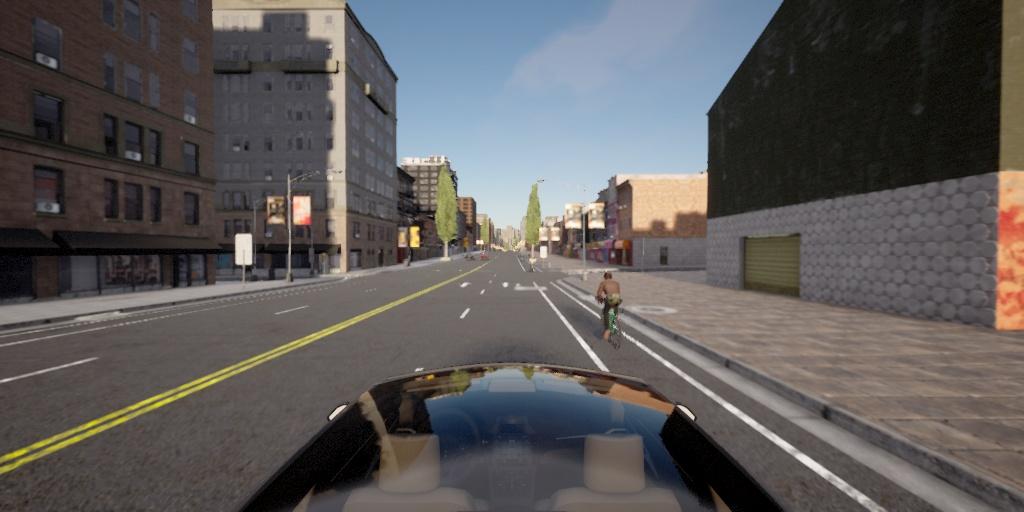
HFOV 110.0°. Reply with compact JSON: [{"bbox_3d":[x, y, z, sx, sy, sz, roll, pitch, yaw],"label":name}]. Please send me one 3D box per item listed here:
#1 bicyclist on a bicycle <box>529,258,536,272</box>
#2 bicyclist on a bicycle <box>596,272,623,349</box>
[{"bbox_3d":[2.250,0.992,39.680,0.866,1.612,1.509,2,-2,0],"label":"bicyclist on a bicycle"},{"bbox_3d":[2.246,1.202,8.252,0.582,1.620,1.656,0,0,0],"label":"bicyclist on a bicycle"}]
